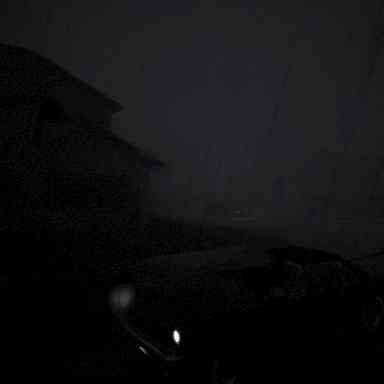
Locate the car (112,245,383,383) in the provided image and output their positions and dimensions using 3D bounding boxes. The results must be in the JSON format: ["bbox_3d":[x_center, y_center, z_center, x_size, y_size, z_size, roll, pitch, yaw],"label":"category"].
[{"bbox_3d":[1.248,1.601,5.255,4.718,1.301,1.895,0,0,-33],"label":"car"}]

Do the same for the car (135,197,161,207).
[{"bbox_3d":[-6.771,1.526,50.817,1.812,1.442,4.674,0,0,-36],"label":"car"}]

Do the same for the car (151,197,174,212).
[{"bbox_3d":[-3.921,1.499,39.625,1.837,1.490,4.892,0,2,-35],"label":"car"}]

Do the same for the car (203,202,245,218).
[{"bbox_3d":[2.802,1.564,30.098,1.994,1.385,4.181,0,0,-35],"label":"car"}]
